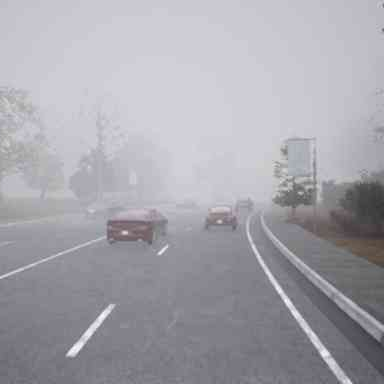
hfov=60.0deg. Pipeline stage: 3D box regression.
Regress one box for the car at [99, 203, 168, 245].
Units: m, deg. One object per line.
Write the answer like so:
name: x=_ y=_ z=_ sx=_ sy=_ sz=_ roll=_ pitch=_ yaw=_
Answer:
car: x=-2.382 y=1.446 z=15.506 sx=1.882 sy=1.535 sz=5.008 roll=0 pitch=0 yaw=6

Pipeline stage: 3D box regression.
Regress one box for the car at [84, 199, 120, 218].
car: x=-7.531 y=1.414 z=28.861 sx=2.128 sy=1.511 sz=4.902 roll=0 pitch=0 yaw=11

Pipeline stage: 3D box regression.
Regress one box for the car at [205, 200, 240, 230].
car: x=1.914 y=1.501 z=21.030 sx=1.812 sy=1.442 sz=4.674 roll=0 pitch=0 yaw=9

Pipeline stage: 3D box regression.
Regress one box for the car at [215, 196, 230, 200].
car: x=6.267 y=1.455 z=68.588 sx=1.895 sy=1.301 sz=4.718 roll=0 pitch=0 yaw=26

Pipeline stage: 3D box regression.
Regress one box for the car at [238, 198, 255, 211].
car: x=6.573 y=1.454 z=41.072 sx=2.128 sy=1.511 sz=4.902 roll=0 pitch=0 yaw=17

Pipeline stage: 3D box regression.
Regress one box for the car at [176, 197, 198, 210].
car: x=-0.596 y=1.432 z=42.188 sx=1.837 sy=1.490 sz=4.892 roll=0 pitch=0 yaw=17
